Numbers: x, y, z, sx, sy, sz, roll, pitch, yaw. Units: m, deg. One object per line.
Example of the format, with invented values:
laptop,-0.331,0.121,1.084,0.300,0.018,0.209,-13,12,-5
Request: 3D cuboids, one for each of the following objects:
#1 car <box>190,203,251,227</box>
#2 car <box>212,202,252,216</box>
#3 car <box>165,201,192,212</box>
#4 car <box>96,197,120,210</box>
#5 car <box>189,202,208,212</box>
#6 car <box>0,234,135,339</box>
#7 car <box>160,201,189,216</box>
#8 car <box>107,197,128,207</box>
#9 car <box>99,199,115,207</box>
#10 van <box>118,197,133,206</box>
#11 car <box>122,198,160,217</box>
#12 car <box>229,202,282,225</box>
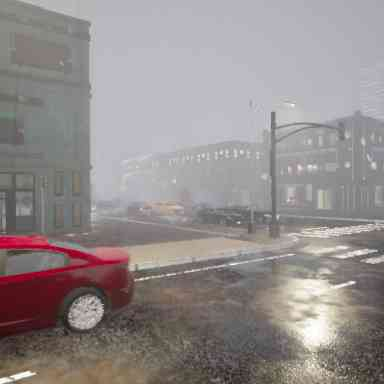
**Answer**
car,2.071,1.814,25.260,1.947,1.339,4.313,-1,0,-35
car,4.341,1.809,36.953,2.008,1.369,4.403,-2,0,-35
car,-1.937,1.965,46.071,1.802,1.307,4.206,-1,0,-35
car,-13.765,2.057,53.197,1.882,1.535,5.008,-1,-1,-34
car,1.202,1.903,41.512,1.802,1.307,4.206,-1,0,-35
car,-3.379,1.477,5.215,5.008,1.535,1.882,0,0,-34
car,-2.800,1.842,37.131,1.882,1.535,5.008,-1,0,-35
car,-14.501,1.939,64.305,2.192,1.841,5.009,-1,0,-35
car,-17.635,2.227,68.864,1.887,1.381,4.507,-1,0,-35
van,-11.361,1.906,59.747,1.690,1.788,3.998,-1,0,-35
car,-5.702,1.846,36.757,1.967,1.590,4.097,-1,0,-35
car,4.812,1.701,26.091,2.128,1.511,4.902,-1,0,-33
